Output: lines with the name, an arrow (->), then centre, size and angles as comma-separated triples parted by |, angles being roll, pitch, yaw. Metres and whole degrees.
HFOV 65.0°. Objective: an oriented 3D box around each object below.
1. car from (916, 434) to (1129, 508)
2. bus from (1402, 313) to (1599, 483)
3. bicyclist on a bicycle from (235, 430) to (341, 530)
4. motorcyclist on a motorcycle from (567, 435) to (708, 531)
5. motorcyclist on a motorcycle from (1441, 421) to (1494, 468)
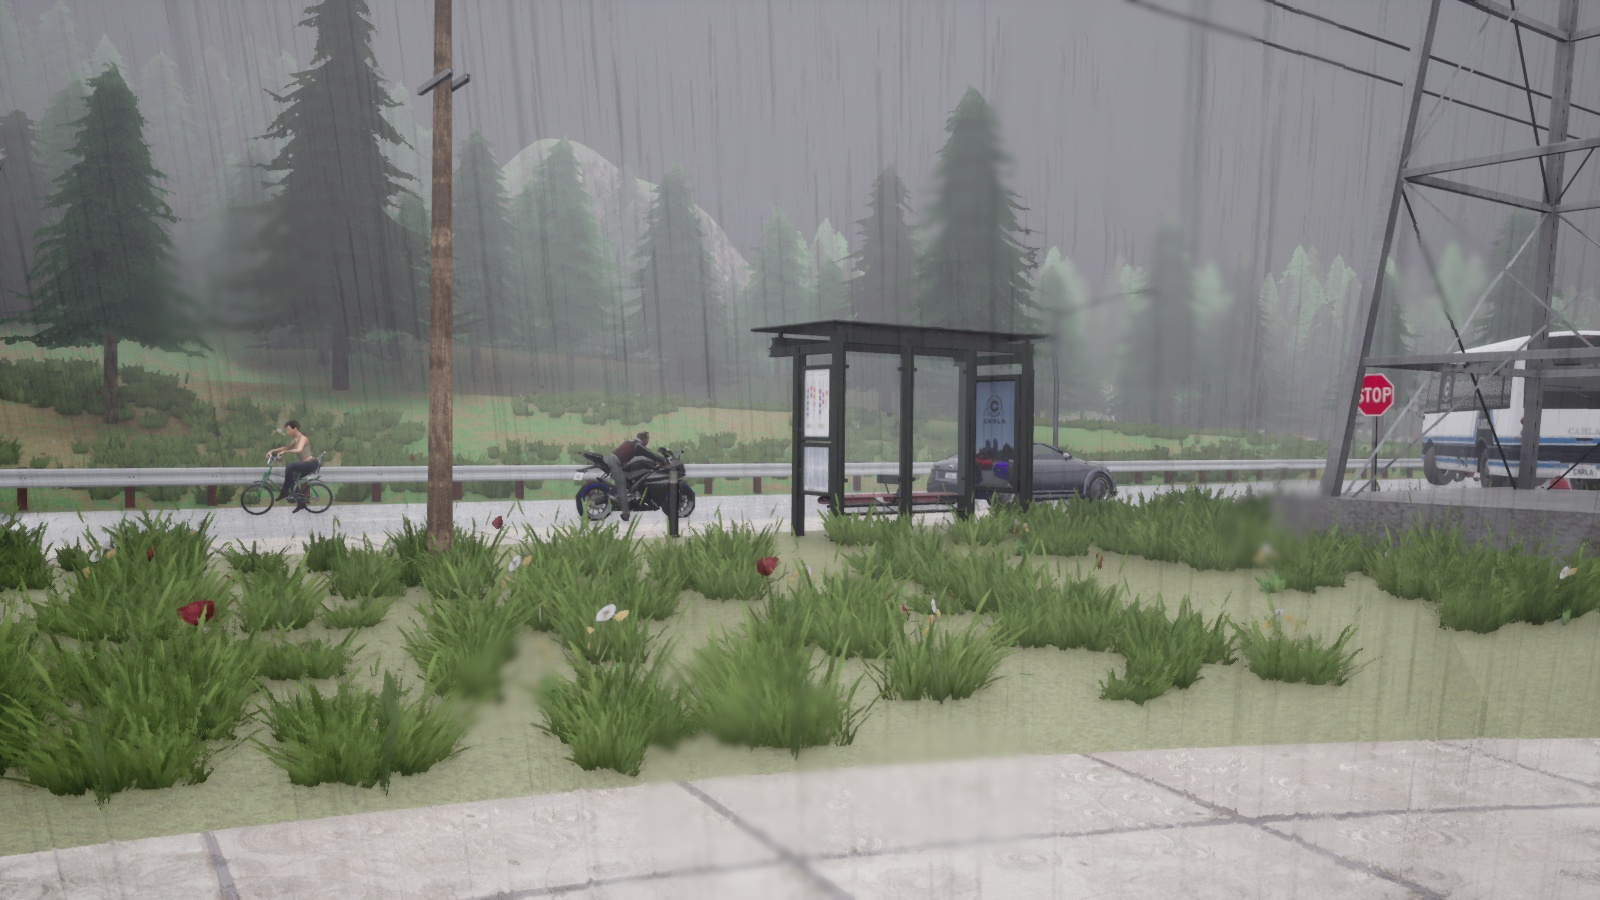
car -> 4.695, 0.383, 26.325 | 4.181, 1.385, 1.994 | -1, 1, -34
bus -> 20.869, -1.400, 36.621 | 3.944, 4.253, 10.273 | 0, 1, 14
bicyclist on a bicycle -> -8.697, 0.481, 21.338 | 1.509, 1.612, 0.866 | -1, 1, -34
motorcyclist on a motorcycle -> -2.729, 0.518, 21.208 | 2.191, 1.530, 0.866 | -1, 1, -35
motorcyclist on a motorcycle -> 22.955, -0.199, 43.160 | 1.817, 1.590, 0.866 | -1, 1, -35
